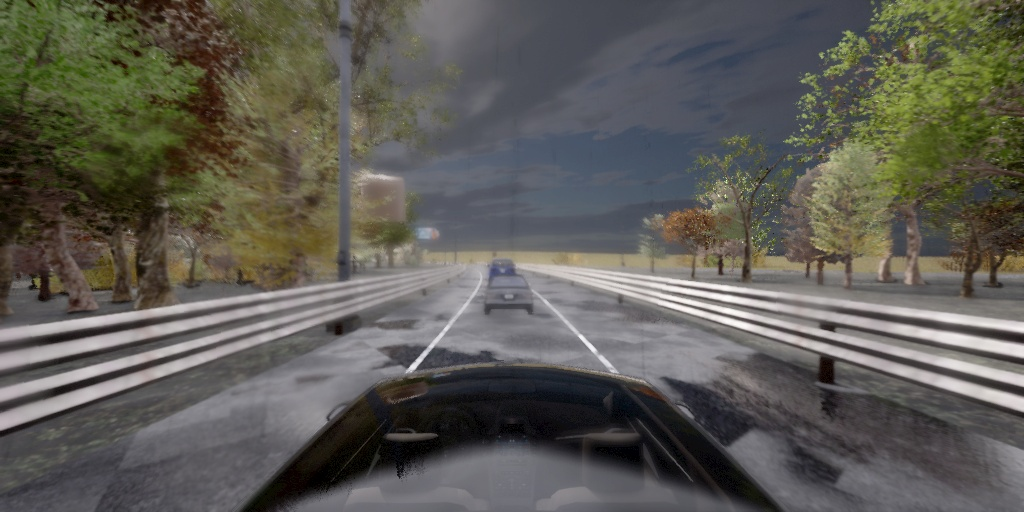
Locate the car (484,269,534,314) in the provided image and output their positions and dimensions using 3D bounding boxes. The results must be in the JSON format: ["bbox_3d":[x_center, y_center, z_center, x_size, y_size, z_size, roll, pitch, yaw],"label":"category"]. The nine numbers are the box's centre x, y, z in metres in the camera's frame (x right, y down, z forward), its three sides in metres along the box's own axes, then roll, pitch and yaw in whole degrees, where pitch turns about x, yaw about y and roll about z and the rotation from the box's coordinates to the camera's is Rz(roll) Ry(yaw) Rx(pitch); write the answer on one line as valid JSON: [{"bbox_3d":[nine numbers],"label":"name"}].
[{"bbox_3d":[-0.154,1.421,14.449,2.033,1.411,5.357,0,-1,-1],"label":"car"}]

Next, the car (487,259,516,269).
[{"bbox_3d":[-0.828,1.246,29.567,2.150,2.045,5.566,0,0,-3],"label":"car"}]
